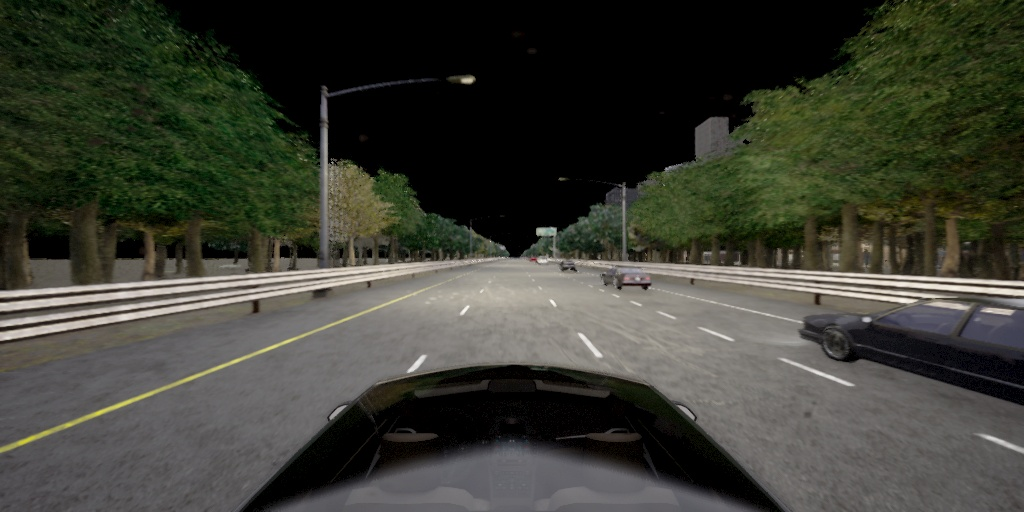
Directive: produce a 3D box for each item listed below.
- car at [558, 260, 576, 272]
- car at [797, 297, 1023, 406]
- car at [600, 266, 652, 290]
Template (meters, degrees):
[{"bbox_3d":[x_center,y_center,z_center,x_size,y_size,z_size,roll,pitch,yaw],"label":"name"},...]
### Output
[{"bbox_3d":[7.103,1.323,46.541,1.837,1.490,4.892,0,0,0],"label":"car"},{"bbox_3d":[6.998,1.302,5.131,2.033,1.411,5.357,0,0,0],"label":"car"},{"bbox_3d":[7.019,1.322,22.530,2.033,1.411,5.357,0,0,0],"label":"car"}]
